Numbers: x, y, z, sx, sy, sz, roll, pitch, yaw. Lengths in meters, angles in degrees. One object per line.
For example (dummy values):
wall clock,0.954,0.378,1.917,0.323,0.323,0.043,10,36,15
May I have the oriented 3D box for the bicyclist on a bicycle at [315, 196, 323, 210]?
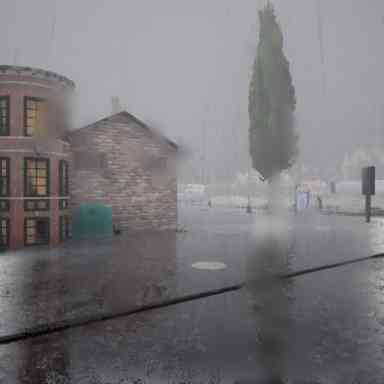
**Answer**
bicyclist on a bicycle,15.350,1.349,40.171,1.656,1.620,0.582,0,0,-36
